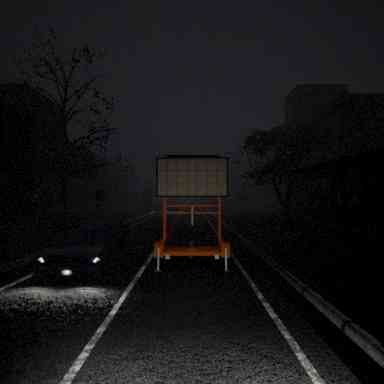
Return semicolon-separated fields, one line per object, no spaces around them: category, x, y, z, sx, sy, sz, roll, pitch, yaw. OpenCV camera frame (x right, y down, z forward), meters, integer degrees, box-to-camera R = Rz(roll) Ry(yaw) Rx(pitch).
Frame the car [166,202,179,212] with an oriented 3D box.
car;-2.966;2.220;50.748;1.812;1.442;4.674;0;-1;0

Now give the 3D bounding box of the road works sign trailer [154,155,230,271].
road works sign trailer;0.007;0.567;11.192;2.380;3.560;2.880;0;-1;0

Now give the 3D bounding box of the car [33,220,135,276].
car;-3.092;1.646;10.875;2.033;1.411;5.357;0;-1;0
